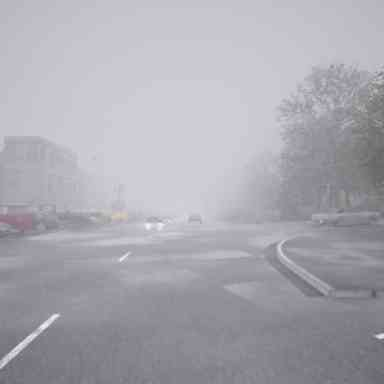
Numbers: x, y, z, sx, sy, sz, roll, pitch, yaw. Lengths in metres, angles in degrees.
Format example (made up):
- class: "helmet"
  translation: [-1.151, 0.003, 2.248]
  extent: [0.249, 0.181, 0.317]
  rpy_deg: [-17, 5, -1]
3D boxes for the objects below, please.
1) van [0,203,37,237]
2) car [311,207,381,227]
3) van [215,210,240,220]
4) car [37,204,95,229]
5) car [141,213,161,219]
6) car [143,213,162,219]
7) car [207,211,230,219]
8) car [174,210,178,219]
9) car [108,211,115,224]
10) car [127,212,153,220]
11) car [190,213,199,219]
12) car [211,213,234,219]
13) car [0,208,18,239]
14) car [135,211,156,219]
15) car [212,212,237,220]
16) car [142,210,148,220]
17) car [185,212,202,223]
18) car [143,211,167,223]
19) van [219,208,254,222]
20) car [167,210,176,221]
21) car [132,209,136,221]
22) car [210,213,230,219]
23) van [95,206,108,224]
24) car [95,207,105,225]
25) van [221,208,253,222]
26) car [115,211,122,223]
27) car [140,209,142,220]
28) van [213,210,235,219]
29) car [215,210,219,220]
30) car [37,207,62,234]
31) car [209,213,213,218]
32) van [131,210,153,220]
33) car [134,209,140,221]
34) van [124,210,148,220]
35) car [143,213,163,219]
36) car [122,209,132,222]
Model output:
- class: "van"
  translation: [-11.476, 1.610, 18.871]
  extent: [4.442, 1.987, 1.878]
  rpy_deg: [0, -2, -20]
- class: "car"
  translation: [11.222, 1.760, 24.143]
  extent: [4.718, 1.301, 1.895]
  rpy_deg: [-1, -3, -17]
- class: "van"
  translation: [7.039, 4.519, 65.528]
  extent: [4.442, 1.987, 1.878]
  rpy_deg: [2, -4, -19]
- class: "car"
  translation: [-11.284, 2.039, 27.705]
  extent: [5.566, 2.045, 2.435]
  rpy_deg: [0, -4, -20]
- class: "car"
  translation: [-10.657, 6.152, 86.225]
  extent: [4.892, 1.521, 2.231]
  rpy_deg: [1, -4, -19]
- class: "car"
  translation: [-10.615, 6.392, 89.146]
  extent: [4.674, 1.452, 2.002]
  rpy_deg: [1, -4, -19]
- class: "car"
  translation: [7.179, 6.095, 88.974]
  extent: [5.566, 2.045, 2.435]
  rpy_deg: [2, -4, -19]
- class: "car"
  translation: [-4.354, 5.155, 75.568]
  extent: [2.150, 2.045, 5.566]
  rpy_deg: [0, -4, 1]
- class: "car"
  translation: [-11.251, 2.878, 36.453]
  extent: [4.792, 1.488, 2.163]
  rpy_deg: [0, -4, -19]
- class: "car"
  translation: [-10.845, 4.946, 68.661]
  extent: [5.008, 1.535, 2.097]
  rpy_deg: [1, -4, -19]
- class: "car"
  translation: [0.723, 5.913, 82.147]
  extent: [2.128, 1.511, 4.902]
  rpy_deg: [0, -4, 1]
- class: "car"
  translation: [7.091, 5.567, 77.230]
  extent: [4.792, 1.488, 2.163]
  rpy_deg: [2, -4, -19]
- class: "car"
  translation: [-11.387, 1.726, 15.980]
  extent: [4.892, 1.521, 2.231]
  rpy_deg: [0, -2, -20]
- class: "car"
  translation: [-10.781, 5.419, 77.443]
  extent: [4.553, 1.767, 2.185]
  rpy_deg: [1, -4, -19]
- class: "car"
  translation: [6.988, 5.136, 71.347]
  extent: [4.892, 1.521, 2.231]
  rpy_deg: [2, -4, -19]
- class: "car"
  translation: [-11.016, 3.917, 56.958]
  extent: [5.566, 2.045, 2.435]
  rpy_deg: [1, -4, -19]
- class: "car"
  translation: [0.415, 3.600, 47.182]
  extent: [2.033, 1.411, 5.357]
  rpy_deg: [0, -4, 1]
- class: "car"
  translation: [-4.812, 3.441, 43.892]
  extent: [1.895, 1.301, 4.718]
  rpy_deg: [0, -4, 1]
- class: "van"
  translation: [6.615, 3.354, 47.817]
  extent: [4.442, 1.987, 1.878]
  rpy_deg: [2, -4, -19]
- class: "car"
  translation: [-4.575, 4.457, 60.121]
  extent: [1.994, 1.385, 4.181]
  rpy_deg: [0, -4, 1]
- class: "car"
  translation: [-11.057, 3.627, 48.177]
  extent: [4.792, 1.488, 2.163]
  rpy_deg: [0, -4, -19]
- class: "car"
  translation: [7.193, 6.175, 86.044]
  extent: [4.792, 1.488, 2.163]
  rpy_deg: [2, -4, -19]
- class: "van"
  translation: [-11.147, 2.438, 33.597]
  extent: [4.442, 1.987, 1.878]
  rpy_deg: [1, -4, -19]
- class: "car"
  translation: [-11.107, 2.473, 30.673]
  extent: [5.366, 1.575, 1.946]
  rpy_deg: [0, -4, -20]
- class: "van"
  translation: [6.867, 3.553, 50.841]
  extent: [4.442, 1.987, 1.878]
  rpy_deg: [2, -4, -19]
- class: "car"
  translation: [-11.368, 3.031, 39.334]
  extent: [5.366, 1.575, 1.946]
  rpy_deg: [1, -4, -19]
- class: "car"
  translation: [-11.056, 3.851, 54.033]
  extent: [4.553, 1.767, 2.185]
  rpy_deg: [1, -4, -19]
- class: "van"
  translation: [7.139, 5.115, 74.343]
  extent: [4.442, 1.987, 1.878]
  rpy_deg: [2, -4, -19]
- class: "car"
  translation: [6.826, 4.196, 56.654]
  extent: [4.674, 1.452, 2.002]
  rpy_deg: [2, -4, -19]
- class: "car"
  translation: [-11.339, 1.967, 21.821]
  extent: [4.892, 1.521, 2.231]
  rpy_deg: [0, -2, -20]
- class: "car"
  translation: [6.787, 4.927, 68.346]
  extent: [5.366, 1.575, 1.946]
  rpy_deg: [2, -4, -19]
- class: "van"
  translation: [-10.712, 4.921, 71.646]
  extent: [4.442, 1.987, 1.878]
  rpy_deg: [1, -4, -19]
- class: "car"
  translation: [-11.048, 3.788, 51.100]
  extent: [4.892, 1.521, 2.231]
  rpy_deg: [1, -4, -19]
- class: "van"
  translation: [-10.996, 4.524, 65.707]
  extent: [4.442, 1.987, 1.878]
  rpy_deg: [1, -4, -19]
- class: "car"
  translation: [-10.751, 6.549, 92.009]
  extent: [5.366, 1.575, 1.946]
  rpy_deg: [1, -4, -19]
- class: "car"
  translation: [-11.299, 3.405, 45.183]
  extent: [5.366, 1.575, 1.946]
  rpy_deg: [0, -4, -19]
